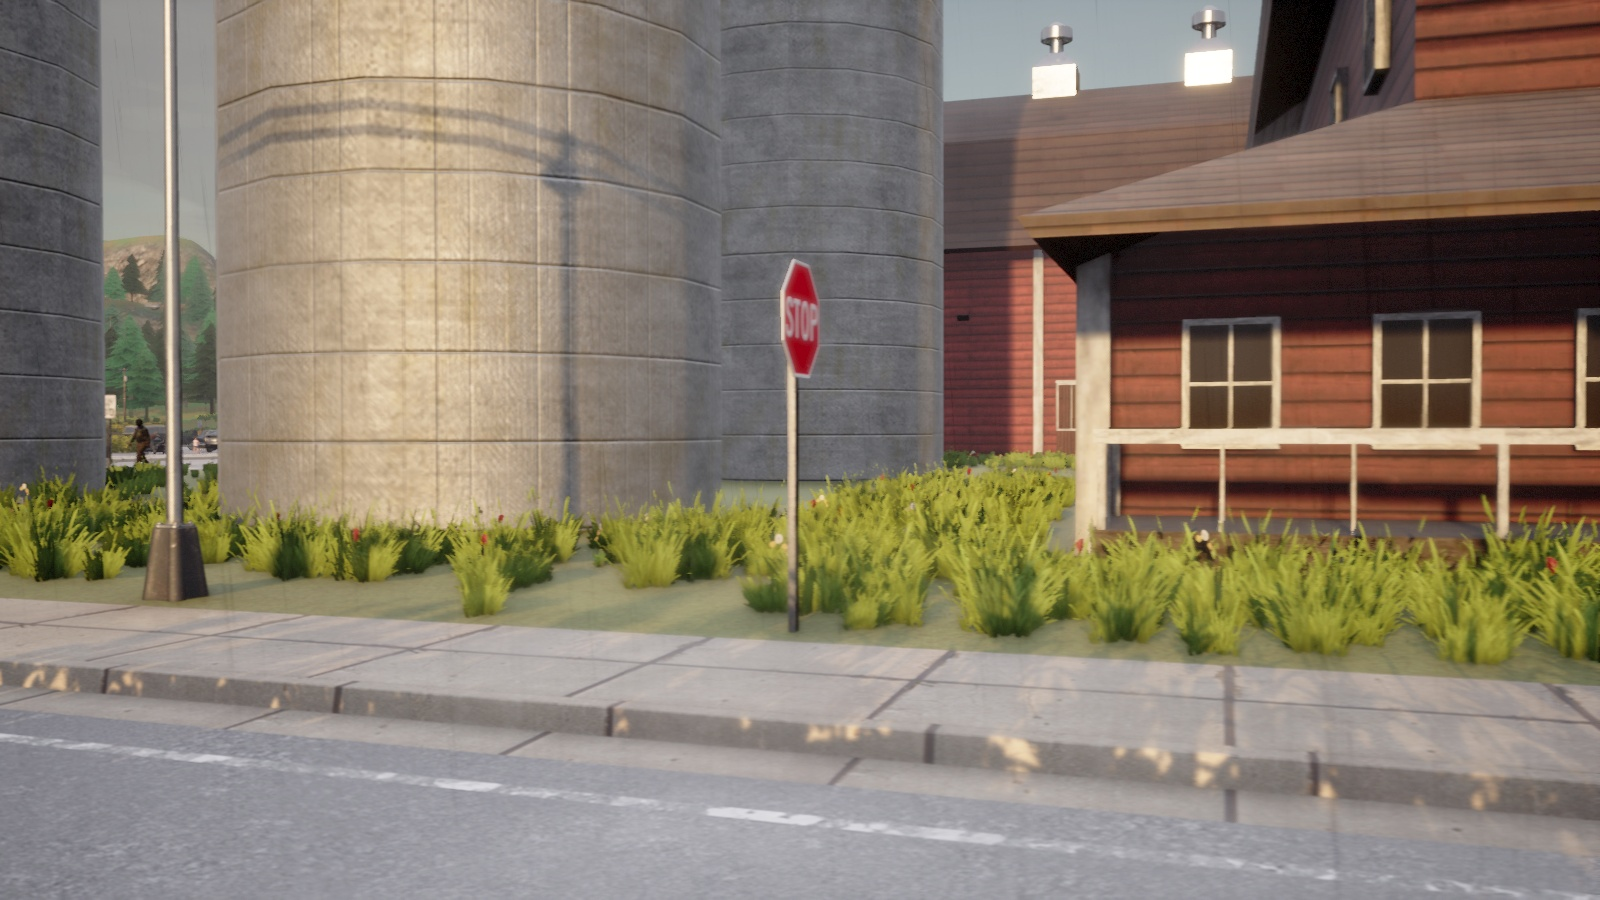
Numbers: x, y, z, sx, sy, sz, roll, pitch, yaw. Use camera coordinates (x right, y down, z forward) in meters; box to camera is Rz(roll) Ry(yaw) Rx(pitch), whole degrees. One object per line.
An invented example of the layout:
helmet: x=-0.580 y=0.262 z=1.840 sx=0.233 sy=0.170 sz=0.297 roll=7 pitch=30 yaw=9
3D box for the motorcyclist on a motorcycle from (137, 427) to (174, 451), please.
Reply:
motorcyclist on a motorcycle: x=-41.969 y=-0.736 z=81.772 sx=0.866 sy=1.530 sz=2.191 roll=1 pitch=1 yaw=18

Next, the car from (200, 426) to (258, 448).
car: x=-40.630 y=-0.944 z=89.415 sx=2.007 sy=1.525 sz=4.514 roll=0 pitch=1 yaw=1

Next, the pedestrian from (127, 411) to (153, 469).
pedestrian: x=-22.260 y=-0.350 z=42.371 sx=0.395 sy=1.930 sz=0.692 roll=1 pitch=1 yaw=21
